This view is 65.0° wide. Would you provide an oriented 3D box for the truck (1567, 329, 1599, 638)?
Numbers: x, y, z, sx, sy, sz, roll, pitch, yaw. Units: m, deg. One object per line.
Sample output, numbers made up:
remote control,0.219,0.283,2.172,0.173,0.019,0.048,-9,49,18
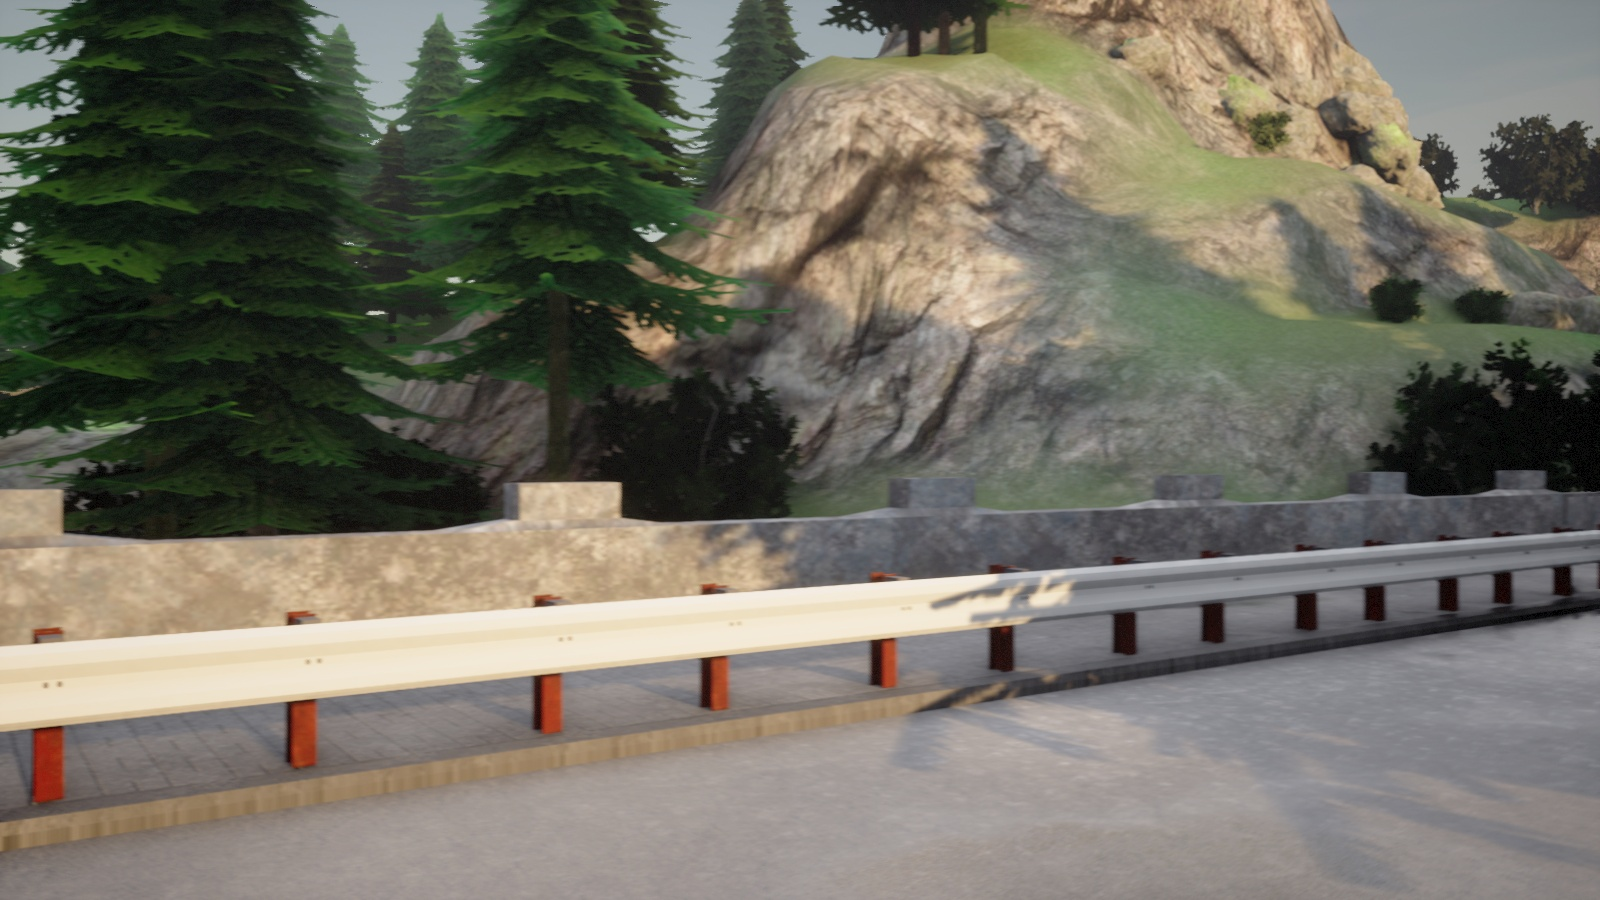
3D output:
truck,9.129,0.266,10.625,5.204,2.467,2.627,0,0,-35
